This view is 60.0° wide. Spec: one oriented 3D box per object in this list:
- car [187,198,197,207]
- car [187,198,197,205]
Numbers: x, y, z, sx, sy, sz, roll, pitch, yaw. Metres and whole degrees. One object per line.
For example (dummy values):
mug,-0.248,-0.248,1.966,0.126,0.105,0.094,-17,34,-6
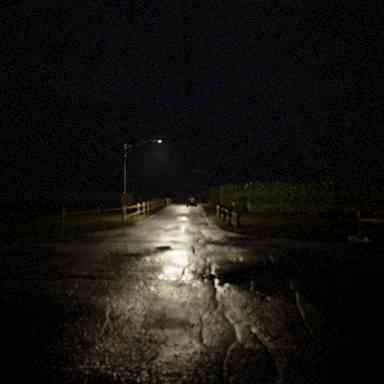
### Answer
car,-0.020,2.091,60.413,1.895,1.301,4.718,0,0,0
car,-0.024,1.949,70.389,1.994,1.385,4.181,0,0,0
